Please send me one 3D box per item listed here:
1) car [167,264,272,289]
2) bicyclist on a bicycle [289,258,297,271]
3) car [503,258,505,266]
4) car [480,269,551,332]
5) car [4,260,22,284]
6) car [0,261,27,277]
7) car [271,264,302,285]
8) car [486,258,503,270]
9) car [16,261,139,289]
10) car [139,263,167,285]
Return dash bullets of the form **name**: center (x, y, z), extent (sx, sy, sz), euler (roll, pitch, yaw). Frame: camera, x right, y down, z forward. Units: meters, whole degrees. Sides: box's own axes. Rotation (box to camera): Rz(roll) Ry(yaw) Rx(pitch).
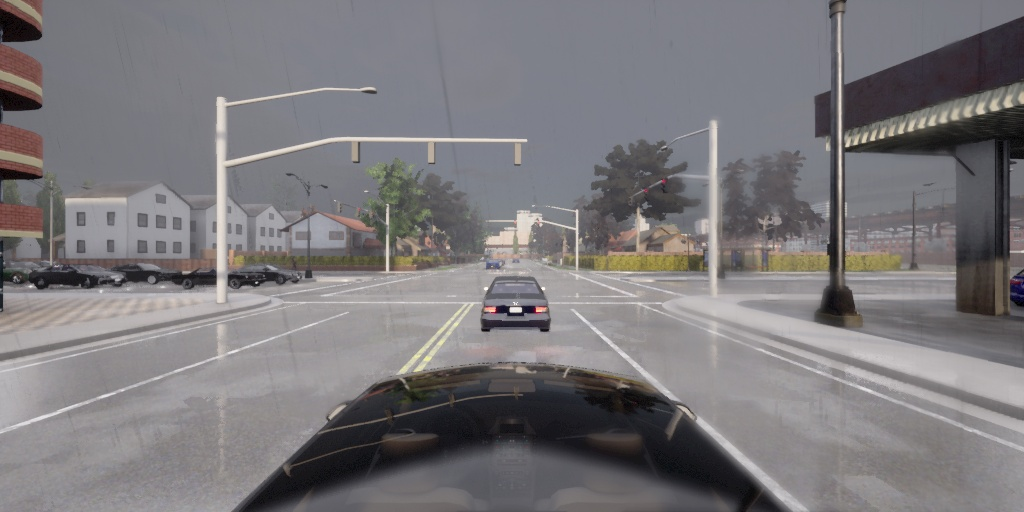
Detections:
- **car**: center (-18.096, 1.351, 22.354), extent (4.718, 1.301, 1.895), euler (0, 0, 1)
- **bicyclist on a bicycle**: center (-26.530, 1.051, 43.483), extent (0.582, 1.620, 1.656), euler (0, 0, 1)
- **car**: center (-2.734, 1.351, 63.144), extent (1.895, 1.301, 4.718), euler (0, 0, 1)
- **car**: center (0.085, 1.297, 10.837), extent (2.033, 1.411, 5.357), euler (0, 0, 0)
- **car**: center (-36.059, 1.102, 26.151), extent (4.553, 1.767, 2.097), euler (0, 0, 1)
- **car**: center (-50.287, 1.255, 34.508), extent (4.892, 1.490, 1.837), euler (0, 0, 2)
- **car**: center (-17.712, 1.276, 25.880), extent (4.674, 1.442, 1.812), euler (0, 0, 1)
- **car**: center (-2.823, 1.227, 53.596), extent (1.882, 1.535, 5.008), euler (0, 0, 1)
- **car**: center (-27.128, 1.241, 22.510), extent (4.902, 1.511, 2.128), euler (0, 0, 1)
- **car**: center (-26.774, 1.228, 26.003), extent (5.008, 1.535, 1.882), euler (0, 0, 1)
